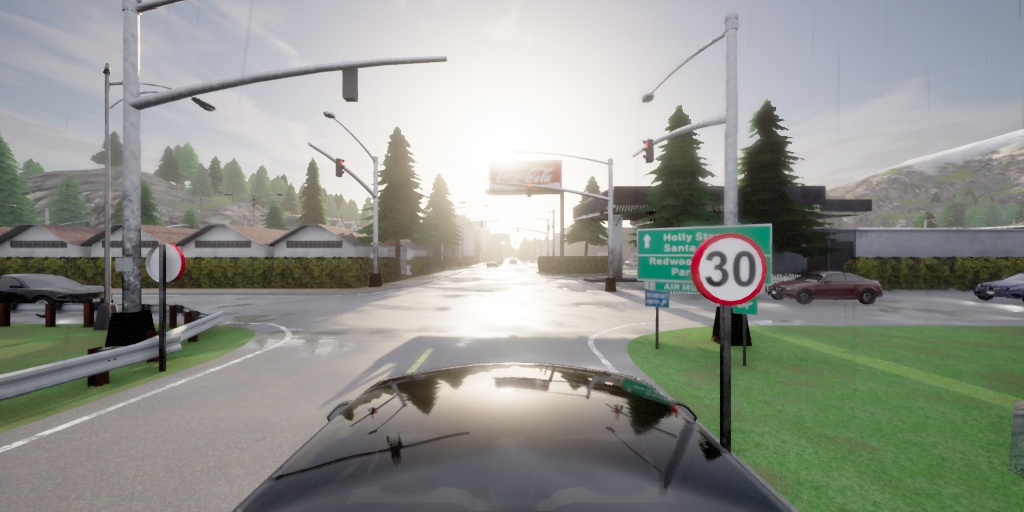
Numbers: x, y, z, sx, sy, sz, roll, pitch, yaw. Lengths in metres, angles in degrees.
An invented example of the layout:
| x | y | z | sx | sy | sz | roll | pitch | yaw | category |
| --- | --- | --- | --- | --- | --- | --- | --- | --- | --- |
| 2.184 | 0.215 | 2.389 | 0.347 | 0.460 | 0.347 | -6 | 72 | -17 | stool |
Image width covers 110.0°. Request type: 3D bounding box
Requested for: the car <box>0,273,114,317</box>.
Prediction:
| x | y | z | sx | sy | sz | roll | pitch | yaw | category |
| --- | --- | --- | --- | --- | --- | --- | --- | --- | --- |
| -18.335 | 1.419 | 13.722 | 5.008 | 1.535 | 1.882 | 0 | 0 | 1 | car |

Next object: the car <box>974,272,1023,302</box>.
| x | y | z | sx | sy | sz | roll | pitch | yaw | category |
| --- | --- | --- | --- | --- | --- | --- | --- | --- | --- |
| 24.993 | 1.467 | 16.946 | 4.674 | 1.442 | 1.812 | 0 | 0 | 1 | car |

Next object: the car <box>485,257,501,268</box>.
| x | y | z | sx | sy | sz | roll | pitch | yaw | category |
| --- | --- | --- | --- | --- | --- | --- | --- | --- | --- |
| -3.378 | 1.276 | 61.193 | 1.812 | 1.442 | 4.674 | 0 | 0 | 1 | car |

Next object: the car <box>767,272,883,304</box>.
| x | y | z | sx | sy | sz | roll | pitch | yaw | category |
| --- | --- | --- | --- | --- | --- | --- | --- | --- | --- |
| 14.793 | 1.467 | 17.048 | 4.674 | 1.442 | 1.812 | 0 | 0 | 0 | car |
